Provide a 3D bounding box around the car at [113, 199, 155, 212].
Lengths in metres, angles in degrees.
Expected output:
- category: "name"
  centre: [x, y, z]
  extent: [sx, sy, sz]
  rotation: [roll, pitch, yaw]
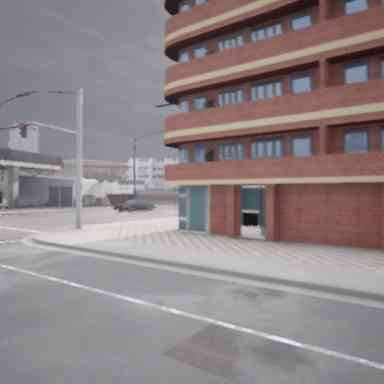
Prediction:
- category: "car"
  centre: [-6.565, 1.557, 38.538]
  extent: [2.033, 1.411, 5.357]
  rotation: [0, 0, 35]
